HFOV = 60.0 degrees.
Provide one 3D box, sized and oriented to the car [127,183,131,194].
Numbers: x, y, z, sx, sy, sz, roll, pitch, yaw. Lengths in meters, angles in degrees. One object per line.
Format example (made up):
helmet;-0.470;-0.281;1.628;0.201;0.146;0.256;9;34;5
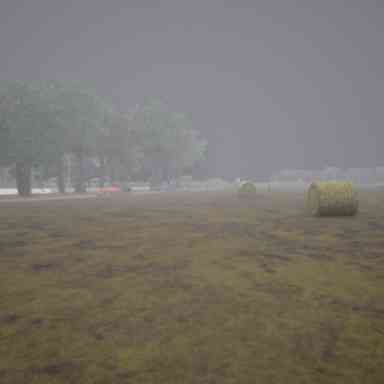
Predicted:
car;-14.018;-0.597;62.905;2.150;2.045;5.566;0;2;36

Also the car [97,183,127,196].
car;-14.196;-0.307;57.837;2.097;1.767;4.553;0;2;35

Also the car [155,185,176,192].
car;-5.572;-0.824;69.996;2.033;1.411;5.357;0;2;35
